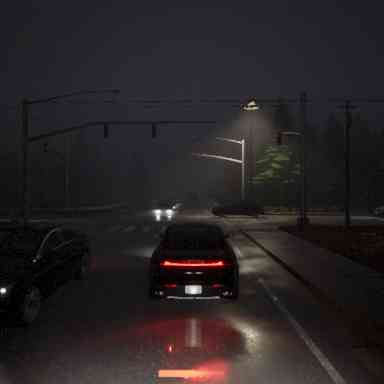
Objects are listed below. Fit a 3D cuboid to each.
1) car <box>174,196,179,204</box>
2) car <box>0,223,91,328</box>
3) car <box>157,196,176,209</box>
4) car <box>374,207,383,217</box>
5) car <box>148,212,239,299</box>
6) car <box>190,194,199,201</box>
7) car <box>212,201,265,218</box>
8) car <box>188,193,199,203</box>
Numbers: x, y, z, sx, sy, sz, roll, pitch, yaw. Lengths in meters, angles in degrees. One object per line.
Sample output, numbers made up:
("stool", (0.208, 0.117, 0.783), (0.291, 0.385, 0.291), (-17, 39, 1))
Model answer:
("car", (-3.562, 1.460, 54.082), (1.882, 1.535, 5.008), (0, 0, 0))
("car", (-3.605, 1.475, 7.078), (2.128, 1.511, 4.902), (0, 0, 0))
("car", (-3.587, 1.586, 44.800), (1.895, 1.301, 4.718), (0, 0, 0))
("car", (18.670, 1.544, 29.444), (4.674, 1.442, 1.812), (-1, 0, 0))
("car", (0.050, 1.498, 8.396), (1.837, 1.490, 4.892), (0, 0, 1))
("car", (0.588, 1.329, 80.821), (2.097, 1.767, 4.553), (0, 0, 2))
("car", (4.121, 1.537, 29.718), (4.674, 1.442, 1.812), (0, 0, 1))
("car", (0.314, 1.201, 70.428), (2.150, 2.045, 5.566), (0, 0, 2))
